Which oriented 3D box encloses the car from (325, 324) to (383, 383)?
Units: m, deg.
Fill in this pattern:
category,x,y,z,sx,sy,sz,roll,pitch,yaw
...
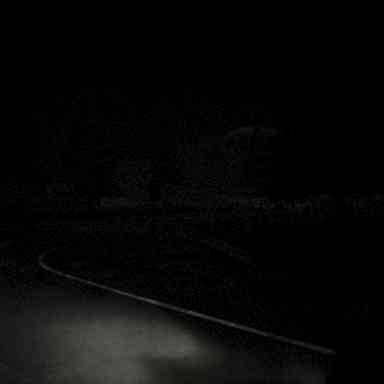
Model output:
category,x,y,z,sx,sy,sz,roll,pitch,yaw
car,3.277,1.500,1.654,4.902,1.511,2.128,0,0,36
